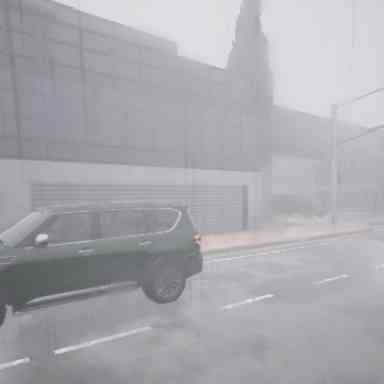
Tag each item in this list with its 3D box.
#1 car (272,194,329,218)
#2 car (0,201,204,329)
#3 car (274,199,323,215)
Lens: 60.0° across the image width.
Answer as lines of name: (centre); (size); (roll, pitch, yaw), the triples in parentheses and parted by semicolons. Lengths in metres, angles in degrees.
car: (9.622, 1.222, 30.432); (2.150, 2.045, 5.566); (0, 0, -37)
car: (-2.335, 1.221, 6.624); (5.566, 2.045, 2.150); (0, 0, -35)
car: (10.967, 1.526, 34.489); (1.812, 1.442, 4.674); (0, 0, -37)
